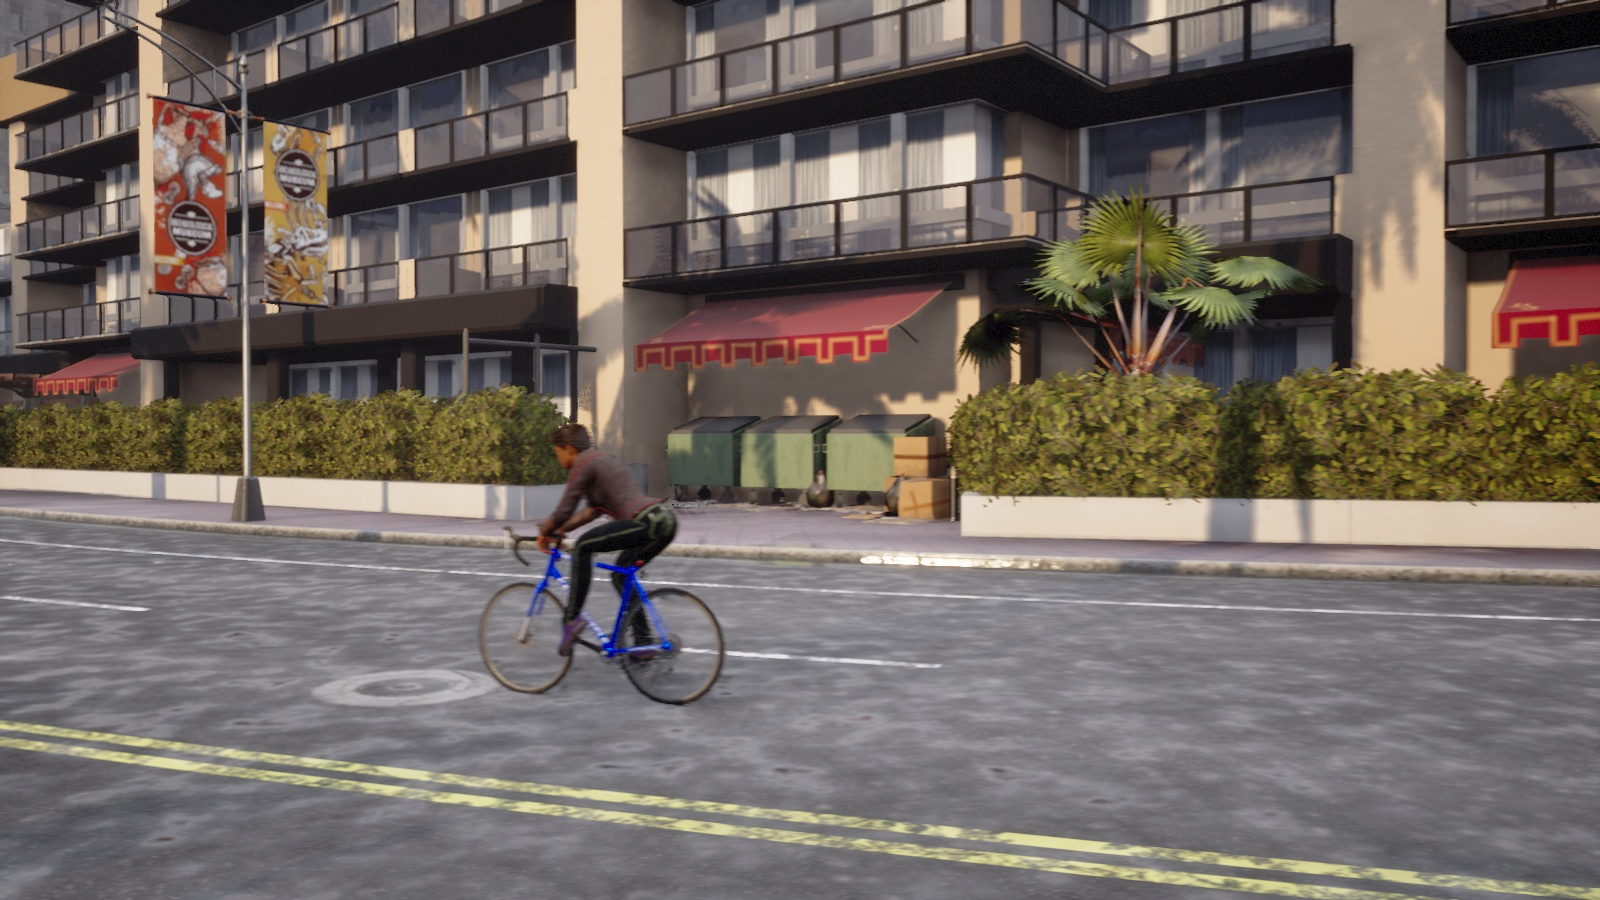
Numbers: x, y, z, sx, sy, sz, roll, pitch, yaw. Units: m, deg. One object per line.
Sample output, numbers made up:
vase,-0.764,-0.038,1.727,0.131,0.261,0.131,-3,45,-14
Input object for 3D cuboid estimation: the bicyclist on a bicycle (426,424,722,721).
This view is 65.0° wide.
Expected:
bicyclist on a bicycle,-1.335,0.661,7.409,1.656,1.620,0.582,0,1,21
